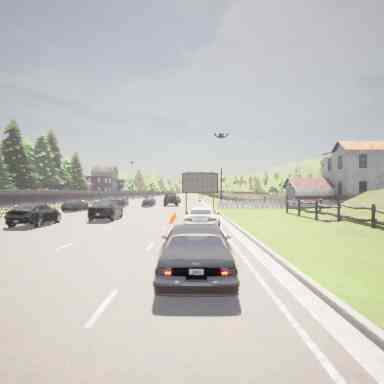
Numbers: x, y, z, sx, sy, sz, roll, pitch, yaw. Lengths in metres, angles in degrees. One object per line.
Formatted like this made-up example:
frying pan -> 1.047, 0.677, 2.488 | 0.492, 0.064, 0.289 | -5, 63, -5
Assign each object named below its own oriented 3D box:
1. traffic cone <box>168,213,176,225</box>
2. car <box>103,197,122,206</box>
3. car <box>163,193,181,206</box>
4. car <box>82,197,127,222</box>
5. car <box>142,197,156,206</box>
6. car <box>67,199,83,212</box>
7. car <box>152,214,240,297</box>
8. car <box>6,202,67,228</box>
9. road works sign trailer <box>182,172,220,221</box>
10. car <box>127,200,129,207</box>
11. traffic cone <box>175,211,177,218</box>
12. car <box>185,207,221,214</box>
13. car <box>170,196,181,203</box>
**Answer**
traffic cone -> -1.461, 1.955, 23.116 | 0.340, 0.580, 0.340 | 0, 0, 0
car -> -13.835, 1.547, 57.923 | 2.033, 1.411, 5.357 | 0, 0, 0
car -> -3.339, 1.221, 53.296 | 2.150, 2.045, 5.566 | 0, 0, 0
car -> -6.869, 1.477, 26.765 | 1.882, 1.535, 5.008 | 0, 0, 0
car -> -6.840, 1.547, 53.315 | 2.033, 1.411, 5.357 | 0, 0, 0
car -> -13.855, 1.565, 39.348 | 1.994, 1.385, 4.181 | 0, 0, 0
car -> 0.107, 1.547, 8.760 | 2.033, 1.411, 5.357 | 0, 0, 1
car -> -10.375, 1.504, 22.114 | 1.837, 1.490, 4.892 | 0, 0, 0
road works sign trailer -> 0.512, 0.464, 22.041 | 2.380, 3.560, 2.880 | 0, 0, -4
car -> -10.345, 1.493, 47.994 | 2.128, 1.511, 4.902 | 0, 0, 0
traffic cone -> -1.459, 1.955, 25.116 | 0.340, 0.580, 0.340 | 0, 0, 0
car -> 0.576, 1.538, 18.428 | 1.812, 1.442, 4.674 | 0, -1, 5
car -> -3.322, 1.564, 68.511 | 1.994, 1.385, 4.181 | 0, 0, 0
